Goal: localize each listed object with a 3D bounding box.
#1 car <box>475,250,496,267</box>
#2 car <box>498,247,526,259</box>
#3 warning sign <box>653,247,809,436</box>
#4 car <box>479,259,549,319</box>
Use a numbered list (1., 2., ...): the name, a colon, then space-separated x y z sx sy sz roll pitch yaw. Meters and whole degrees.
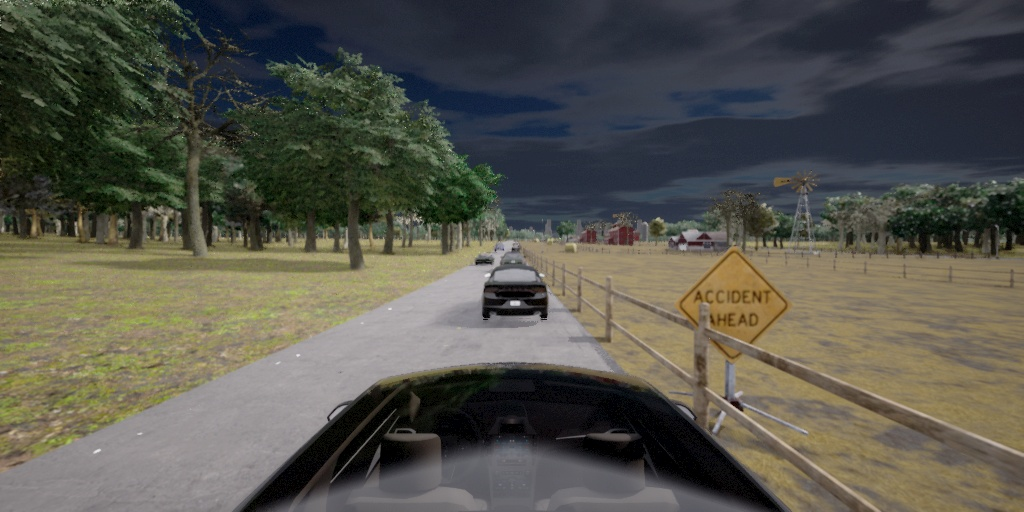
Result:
1. car: -2.839 0.376 37.799 1.895 1.301 4.718 0 2 0
2. car: 0.098 0.400 30.051 2.097 1.767 4.553 0 2 0
3. warning sign: 2.451 0.824 4.043 1.300 1.860 1.060 0 0 0
4. car: 0.090 1.028 11.850 1.882 1.535 5.008 0 1 0
